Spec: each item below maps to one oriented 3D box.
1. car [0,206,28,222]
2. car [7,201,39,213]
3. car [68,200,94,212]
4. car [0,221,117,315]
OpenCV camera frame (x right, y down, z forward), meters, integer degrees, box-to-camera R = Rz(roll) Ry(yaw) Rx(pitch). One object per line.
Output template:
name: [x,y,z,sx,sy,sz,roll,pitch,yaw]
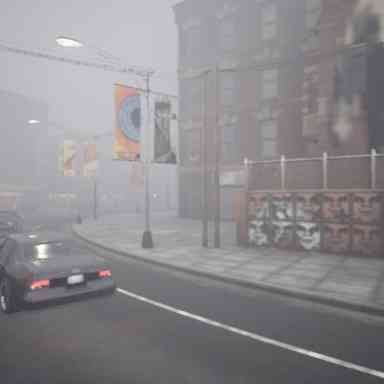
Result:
car: [-11.727,1.839,20.748,2.033,1.411,5.357,0,-1,-22]
car: [-23.013,1.983,44.927,2.097,1.767,4.553,0,-1,18]
car: [-16.797,2.084,51.120,2.097,1.767,4.553,0,-1,29]
car: [-3.792,1.662,7.937,2.033,1.411,5.357,1,-1,-42]
